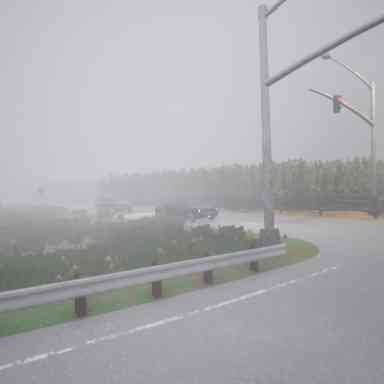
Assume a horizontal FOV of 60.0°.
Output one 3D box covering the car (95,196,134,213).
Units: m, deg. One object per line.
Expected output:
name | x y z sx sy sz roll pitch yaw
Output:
car | -7.070 1.128 29.795 1.837 1.490 4.892 -3 2 -40

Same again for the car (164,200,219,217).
car | -0.404 1.185 21.994 1.895 1.301 4.718 -3 2 -41
